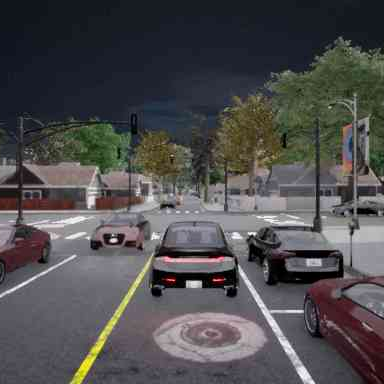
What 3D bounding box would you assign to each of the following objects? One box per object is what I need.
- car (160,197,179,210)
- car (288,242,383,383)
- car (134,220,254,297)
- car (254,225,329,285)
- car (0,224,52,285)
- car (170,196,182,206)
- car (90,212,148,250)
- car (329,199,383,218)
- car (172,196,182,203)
[{"bbox_3d":[-3.077,1.623,43.787,1.895,1.301,4.718,0,0,1],"label":"car"},{"bbox_3d":[2.641,1.582,3.772,1.802,1.307,4.206,0,0,0],"label":"car"},{"bbox_3d":[0.062,1.492,8.567,2.128,1.511,4.902,0,0,1],"label":"car"},{"bbox_3d":[2.648,1.566,9.290,1.947,1.339,4.313,0,0,0],"label":"car"},{"bbox_3d":[-5.377,1.582,9.299,1.802,1.307,4.206,0,0,0],"label":"car"},{"bbox_3d":[-3.062,1.389,55.681,2.097,1.767,4.553,0,0,0],"label":"car"},{"bbox_3d":[-2.844,1.565,14.076,1.994,1.385,4.181,0,0,0],"label":"car"},{"bbox_3d":[14.566,1.398,29.003,4.902,1.511,2.128,0,0,-1],"label":"car"},{"bbox_3d":[-2.995,1.532,69.509,1.882,1.535,5.008,0,0,0],"label":"car"}]
